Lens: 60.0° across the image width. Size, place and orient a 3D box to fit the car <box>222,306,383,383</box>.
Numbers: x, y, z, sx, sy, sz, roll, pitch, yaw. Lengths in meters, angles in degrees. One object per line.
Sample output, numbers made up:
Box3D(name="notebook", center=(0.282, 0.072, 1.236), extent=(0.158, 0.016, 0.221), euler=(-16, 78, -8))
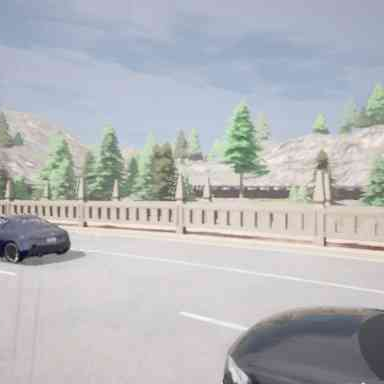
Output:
Box3D(name="car", center=(2.480, 1.481, 2.037), extent=(4.902, 1.511, 2.128), euler=(0, 0, 36))

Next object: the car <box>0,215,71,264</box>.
Box3D(name="car", center=(-6.244, 1.497, 11.601), extent=(4.181, 1.385, 1.994), euler=(0, 0, 29))
